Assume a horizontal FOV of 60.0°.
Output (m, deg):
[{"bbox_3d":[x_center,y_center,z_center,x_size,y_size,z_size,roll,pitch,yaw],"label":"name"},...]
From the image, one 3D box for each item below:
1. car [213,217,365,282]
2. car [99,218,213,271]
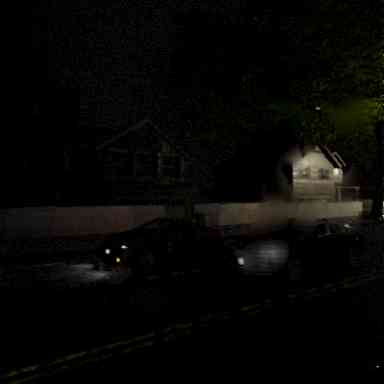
[{"bbox_3d":[3.277,1.537,10.018,4.902,1.511,2.128,0,0,-36],"label":"car"},{"bbox_3d":[-0.877,1.594,11.045,4.181,1.385,1.994,0,0,-36],"label":"car"}]
